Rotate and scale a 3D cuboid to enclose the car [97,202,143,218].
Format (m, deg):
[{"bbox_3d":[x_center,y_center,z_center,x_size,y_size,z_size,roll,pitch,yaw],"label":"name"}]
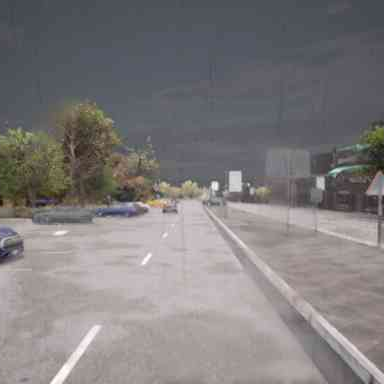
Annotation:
[{"bbox_3d":[-8.109,1.990,35.886,4.674,1.452,2.002,0,-1,1],"label":"car"}]

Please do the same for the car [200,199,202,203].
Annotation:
[{"bbox_3d":[5.322,2.321,79.520,5.566,2.045,2.435,0,-1,0],"label":"car"}]

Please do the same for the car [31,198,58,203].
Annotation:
[{"bbox_3d":[-26.225,1.763,59.066,4.553,1.767,2.097,1,2,0],"label":"car"}]

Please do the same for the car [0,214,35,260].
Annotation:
[{"bbox_3d":[-8.356,1.495,11.556,4.553,1.767,2.185,0,-1,0],"label":"car"}]

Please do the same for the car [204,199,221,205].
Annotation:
[{"bbox_3d":[5.473,2.678,90.725,4.553,1.767,2.185,0,-1,0],"label":"car"}]

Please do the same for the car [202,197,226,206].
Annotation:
[{"bbox_3d":[5.332,2.523,76.715,4.892,1.521,2.231,0,-1,1],"label":"car"}]

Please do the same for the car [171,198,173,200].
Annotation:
[{"bbox_3d":[-7.734,2.569,79.633,5.008,1.535,2.097,0,-1,1],"label":"car"}]

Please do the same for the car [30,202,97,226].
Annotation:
[{"bbox_3d":[-9.452,1.672,24.573,4.181,1.385,1.994,1,1,-20],"label":"car"}]

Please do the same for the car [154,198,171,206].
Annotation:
[{"bbox_3d":[-7.772,2.473,74.065,5.008,1.535,2.097,0,-1,1],"label":"car"}]

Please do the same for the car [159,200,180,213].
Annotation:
[{"bbox_3d":[-2.953,2.127,45.404,1.812,1.442,4.674,0,-1,1],"label":"car"}]

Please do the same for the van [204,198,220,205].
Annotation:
[{"bbox_3d":[5.578,2.643,93.530,4.442,1.987,1.878,0,-1,0],"label":"van"}]

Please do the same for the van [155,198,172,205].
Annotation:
[{"bbox_3d":[-7.755,2.574,90.771,4.442,1.987,1.878,0,-1,0],"label":"van"}]

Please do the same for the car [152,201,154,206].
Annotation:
[{"bbox_3d":[-8.025,2.122,45.583,4.674,1.452,2.002,0,-1,1],"label":"car"}]

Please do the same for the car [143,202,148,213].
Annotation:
[{"bbox_3d":[-8.078,1.996,39.162,4.892,1.521,2.231,0,-1,0],"label":"car"}]

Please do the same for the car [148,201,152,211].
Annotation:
[{"bbox_3d":[-8.061,2.039,42.435,5.008,1.535,2.097,0,-1,1],"label":"car"}]

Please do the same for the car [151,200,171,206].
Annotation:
[{"bbox_3d":[-7.708,2.663,82.418,4.674,1.452,2.002,0,-1,1],"label":"car"}]
